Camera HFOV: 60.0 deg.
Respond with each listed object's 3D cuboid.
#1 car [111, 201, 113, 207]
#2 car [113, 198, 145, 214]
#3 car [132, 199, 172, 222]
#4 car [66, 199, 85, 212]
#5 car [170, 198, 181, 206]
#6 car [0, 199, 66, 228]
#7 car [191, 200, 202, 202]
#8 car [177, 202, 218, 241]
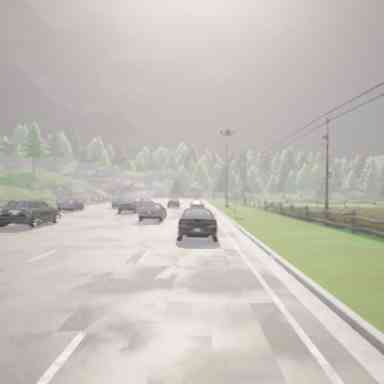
[{"bbox_3d":[-9.850,1.542,46.634,2.033,1.411,5.357,1,0,1],"label":"car"},{"bbox_3d":[-6.591,1.515,35.427,1.837,1.490,4.892,1,0,1],"label":"car"},{"bbox_3d":[-3.100,1.584,26.808,2.033,1.411,5.357,1,0,1],"label":"car"},{"bbox_3d":[-13.471,1.472,37.091,1.994,1.385,4.181,1,0,1],"label":"car"},{"bbox_3d":[-2.790,1.645,51.468,1.812,1.442,4.674,1,0,1],"label":"car"},{"bbox_3d":[-10.167,1.261,21.226,2.097,1.767,4.553,1,0,1],"label":"car"},{"bbox_3d":[0.562,1.683,39.756,2.033,1.411,5.357,1,0,1],"label":"car"},{"bbox_3d":[0.280,1.537,17.145,1.882,1.535,5.008,1,0,1],"label":"car"}]
